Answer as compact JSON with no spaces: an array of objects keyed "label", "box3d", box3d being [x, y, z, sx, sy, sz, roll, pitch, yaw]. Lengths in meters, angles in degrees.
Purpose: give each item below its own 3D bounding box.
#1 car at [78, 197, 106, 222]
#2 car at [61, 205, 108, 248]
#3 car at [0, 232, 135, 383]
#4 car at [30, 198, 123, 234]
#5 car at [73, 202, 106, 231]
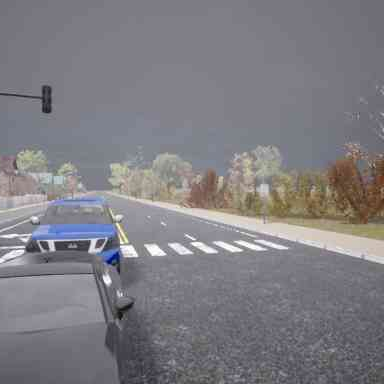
[{"label":"car","box3d":[-8.201,1.340,27.497,2.097,1.767,4.553,0,0,-15]},{"label":"car","box3d":[-5.038,1.500,16.028,1.837,1.490,4.892,0,0,-15]},{"label":"car","box3d":[-1.704,1.525,3.877,1.812,1.442,4.674,0,0,-13]},{"label":"car","box3d":[-3.362,1.219,9.961,2.150,2.045,5.566,0,0,-15]},{"label":"car","box3d":[-6.623,1.470,21.769,1.882,1.535,5.008,0,0,-16]}]
